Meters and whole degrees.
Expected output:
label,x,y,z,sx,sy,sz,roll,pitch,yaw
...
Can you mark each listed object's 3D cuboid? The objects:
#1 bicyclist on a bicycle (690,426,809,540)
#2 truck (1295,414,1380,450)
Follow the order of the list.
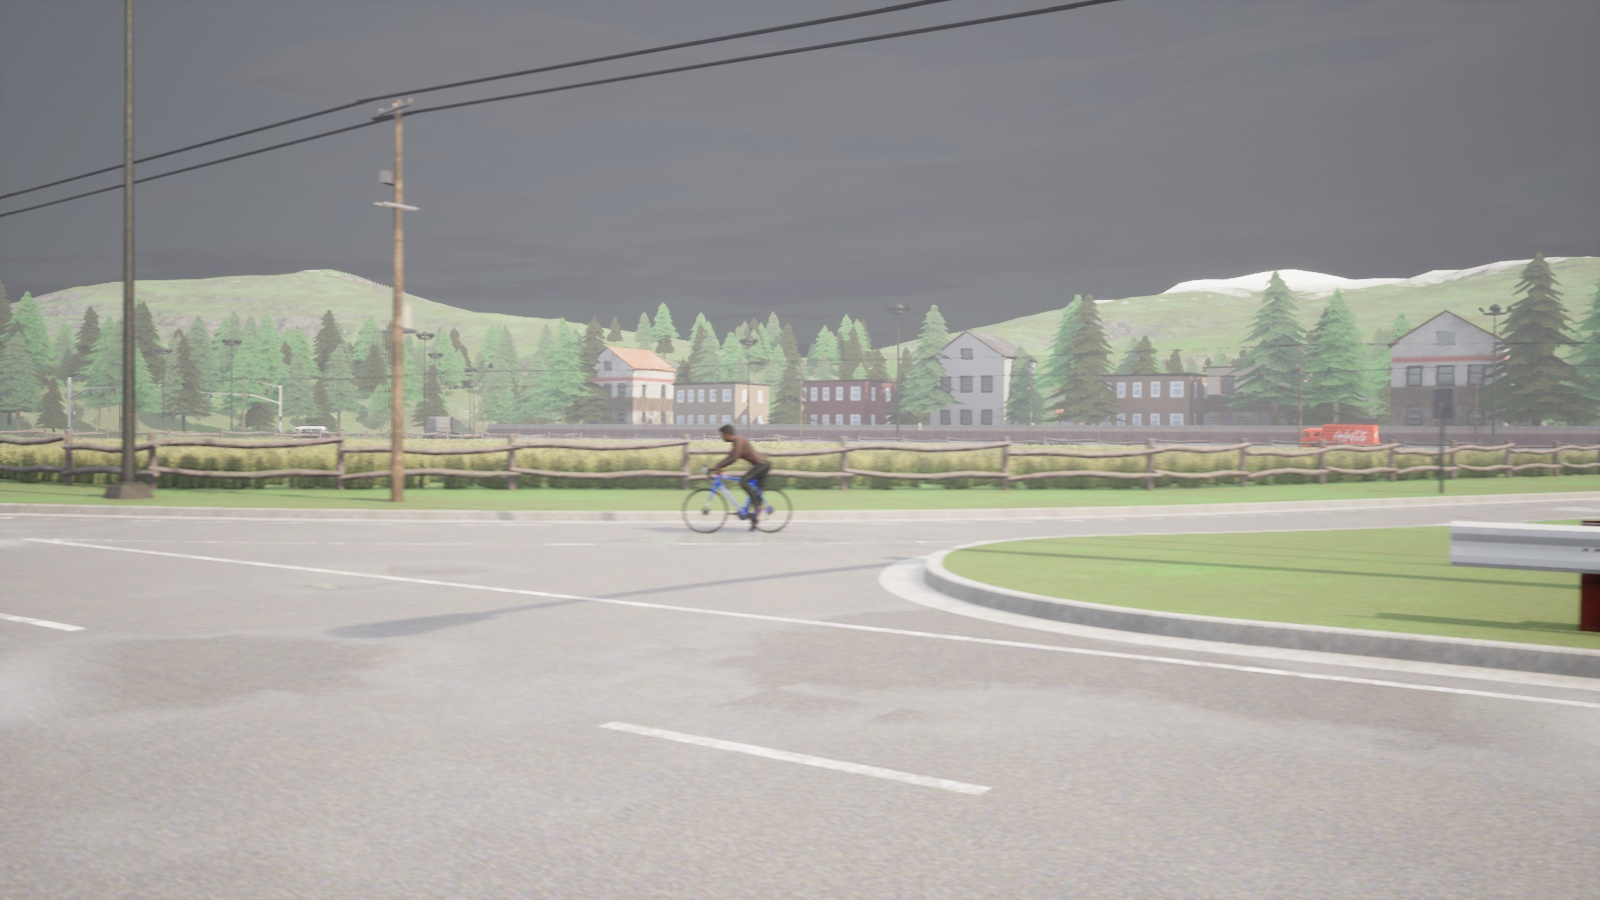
label,x,y,z,sx,sy,sz,roll,pitch,yaw
bicyclist on a bicycle,-0.746,0.464,18.544,1.656,1.620,0.582,-1,1,-11
truck,38.368,-1.285,89.644,5.204,2.467,2.627,0,1,34
